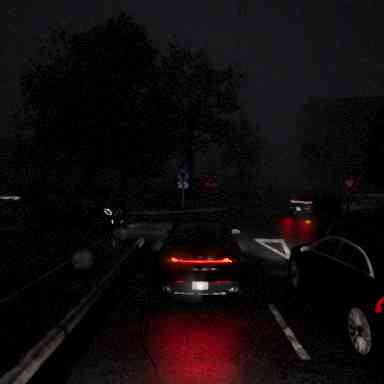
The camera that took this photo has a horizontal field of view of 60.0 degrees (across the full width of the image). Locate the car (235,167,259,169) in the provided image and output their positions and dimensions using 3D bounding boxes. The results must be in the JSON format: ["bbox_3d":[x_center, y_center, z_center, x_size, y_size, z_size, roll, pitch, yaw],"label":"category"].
[{"bbox_3d":[12.982,-4.420,79.622,4.553,1.767,2.185,1,6,9],"label":"car"}]

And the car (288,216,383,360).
[{"bbox_3d":[3.157,1.449,5.878,2.128,1.511,4.902,0,1,0],"label":"car"}]

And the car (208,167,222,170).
[{"bbox_3d":[5.477,-4.650,82.247,2.097,1.767,4.553,1,6,9],"label":"car"}]

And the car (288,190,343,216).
[{"bbox_3d":[7.793,0.657,20.779,2.128,1.511,4.902,4,6,44],"label":"car"}]

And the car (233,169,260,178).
[{"bbox_3d":[12.502,-4.034,76.934,4.892,1.521,2.231,1,6,9],"label":"car"}]

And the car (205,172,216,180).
[{"bbox_3d":[4.049,-3.597,72.795,1.837,1.490,4.892,1,5,9],"label":"car"}]

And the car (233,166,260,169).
[{"bbox_3d":[13.858,-5.068,85.017,5.566,2.045,2.435,1,6,10],"label":"car"}]

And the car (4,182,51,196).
[{"bbox_3d":[-17.734,-0.431,36.368,2.033,1.411,5.357,1,4,17],"label":"car"}]

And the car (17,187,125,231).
[{"bbox_3d":[-5.637,0.847,16.269,4.553,1.767,2.097,0,4,6],"label":"car"}]

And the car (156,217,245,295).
[{"bbox_3d":[0.216,1.399,8.512,1.837,1.490,4.892,0,2,2],"label":"car"}]

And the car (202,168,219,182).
[{"bbox_3d":[3.415,-2.907,62.458,2.150,2.045,5.566,0,5,0],"label":"car"}]
